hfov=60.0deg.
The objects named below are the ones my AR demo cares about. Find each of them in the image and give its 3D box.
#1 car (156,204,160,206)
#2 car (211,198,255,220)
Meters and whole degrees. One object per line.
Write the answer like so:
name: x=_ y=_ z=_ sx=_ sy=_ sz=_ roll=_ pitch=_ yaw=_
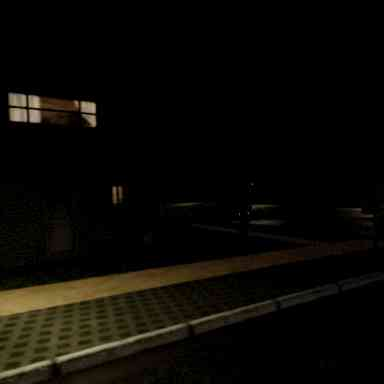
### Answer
car: x=-6.717 y=2.293 z=53.549 sx=2.033 sy=1.411 sz=5.357 roll=-3 pitch=1 yaw=-30
car: x=4.064 y=1.706 z=34.357 sx=2.150 sy=2.045 sz=5.566 roll=-3 pitch=1 yaw=-30
